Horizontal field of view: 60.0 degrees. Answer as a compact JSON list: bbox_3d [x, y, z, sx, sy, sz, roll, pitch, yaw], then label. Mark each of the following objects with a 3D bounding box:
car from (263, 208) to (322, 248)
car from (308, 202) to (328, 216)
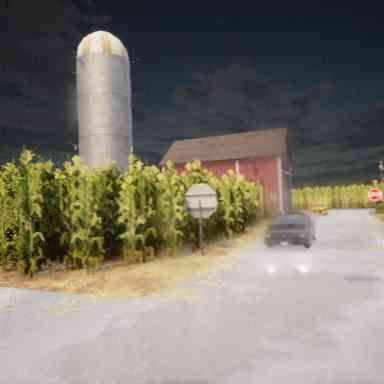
[{"bbox_3d":[4.734,1.704,15.699,2.033,1.411,5.357,-3,-2,24],"label":"car"},{"bbox_3d":[14.722,1.961,38.711,1.882,1.535,5.008,-3,-2,23],"label":"car"}]
